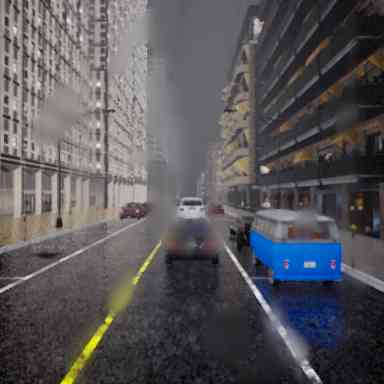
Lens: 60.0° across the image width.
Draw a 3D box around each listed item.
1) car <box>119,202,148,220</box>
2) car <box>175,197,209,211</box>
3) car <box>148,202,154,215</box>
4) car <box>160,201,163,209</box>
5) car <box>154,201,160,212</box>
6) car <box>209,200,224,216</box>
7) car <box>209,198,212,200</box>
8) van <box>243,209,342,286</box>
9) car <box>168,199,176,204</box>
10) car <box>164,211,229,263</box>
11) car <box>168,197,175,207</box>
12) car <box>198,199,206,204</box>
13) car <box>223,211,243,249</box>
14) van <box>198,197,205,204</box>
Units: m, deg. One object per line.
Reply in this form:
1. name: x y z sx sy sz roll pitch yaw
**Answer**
1. car: -5.700 1.774 32.026 1.967 1.590 4.097 0 -1 0
2. car: 0.004 1.512 27.580 2.150 2.045 5.566 0 0 0
3. car: -5.701 1.974 37.672 1.802 1.307 4.206 0 -1 0
4. car: -5.707 2.153 54.618 1.802 1.307 4.206 0 -1 0
5. car: -5.704 2.017 43.322 1.947 1.339 4.313 0 -1 0
6. car: 2.678 1.937 37.675 1.887 1.381 4.507 0 -1 0
7. car: 2.675 2.038 49.142 1.752 1.417 4.829 0 -1 0
8. van: 2.687 1.441 9.436 1.690 1.788 3.998 0 -1 0
9. car: -5.719 2.575 94.155 1.947 1.339 4.313 0 -1 0
10. car: 0.008 1.679 12.504 2.033 1.411 5.357 0 -1 0
11. car: -3.038 2.041 65.373 2.097 1.767 4.553 0 -1 0
12. car: 2.663 2.528 88.509 1.802 1.307 4.206 0 -1 0
13. car: 2.686 1.724 15.082 1.947 1.339 4.313 0 -1 0
14. van: 2.661 2.350 94.160 1.690 1.788 3.998 0 -1 0
